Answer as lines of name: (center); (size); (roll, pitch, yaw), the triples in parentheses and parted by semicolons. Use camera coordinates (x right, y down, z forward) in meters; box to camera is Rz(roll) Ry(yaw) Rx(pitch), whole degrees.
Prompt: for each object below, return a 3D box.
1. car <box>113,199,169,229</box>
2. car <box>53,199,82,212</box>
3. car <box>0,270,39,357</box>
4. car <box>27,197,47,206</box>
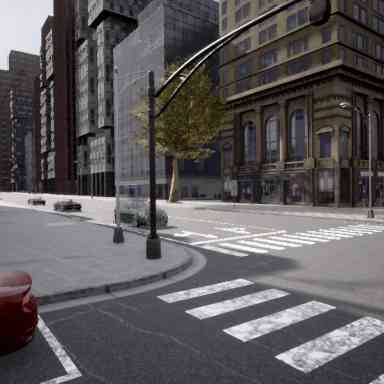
car: (-3.402, 1.269, 21.518); (2.097, 1.767, 4.553); (-1, 1, -36)
car: (-13.097, 1.385, 34.894); (1.895, 1.301, 4.718); (-1, 1, -36)
car: (-4.175, 1.545, 3.660); (4.507, 1.381, 1.887); (0, -1, -36)
car: (-22.346, 1.325, 47.801); (1.895, 1.301, 4.718); (-1, 1, -36)
